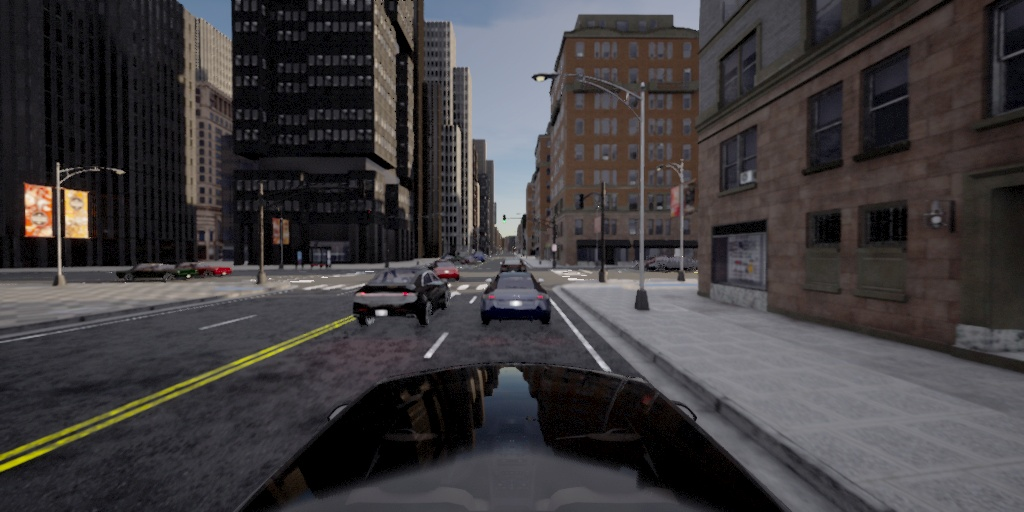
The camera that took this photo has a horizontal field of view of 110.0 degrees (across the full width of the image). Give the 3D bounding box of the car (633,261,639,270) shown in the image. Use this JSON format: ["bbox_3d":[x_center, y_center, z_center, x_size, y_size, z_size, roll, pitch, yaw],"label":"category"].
[{"bbox_3d":[14.989,0.719,37.082,4.674,1.442,1.812,0,1,-1],"label":"car"}]

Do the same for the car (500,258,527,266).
[{"bbox_3d":[0.087,0.901,27.354,1.882,1.535,5.008,0,1,0],"label":"car"}]

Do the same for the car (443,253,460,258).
[{"bbox_3d":[-9.828,0.625,54.797,2.128,1.511,4.902,0,1,1],"label":"car"}]

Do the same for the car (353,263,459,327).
[{"bbox_3d":[-3.152,1.131,11.075,2.128,1.511,4.902,0,1,0],"label":"car"}]

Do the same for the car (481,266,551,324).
[{"bbox_3d":[0.099,1.199,11.446,1.994,1.385,4.181,0,1,0],"label":"car"}]

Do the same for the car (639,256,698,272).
[{"bbox_3d":[15.241,0.783,33.833,5.357,1.411,2.033,0,1,-1],"label":"car"}]

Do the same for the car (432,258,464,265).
[{"bbox_3d":[-5.216,1.034,26.203,1.994,1.385,4.181,0,1,-23],"label":"car"}]

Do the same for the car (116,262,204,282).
[{"bbox_3d":[-26.546,1.235,26.989,4.718,1.301,1.895,0,1,0],"label":"car"}]

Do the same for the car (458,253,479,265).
[{"bbox_3d":[-6.580,0.699,54.716,1.994,1.385,4.181,0,1,0],"label":"car"}]

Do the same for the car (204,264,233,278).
[{"bbox_3d":[-26.458,1.191,30.239,4.718,1.301,1.895,0,1,0],"label":"car"}]
